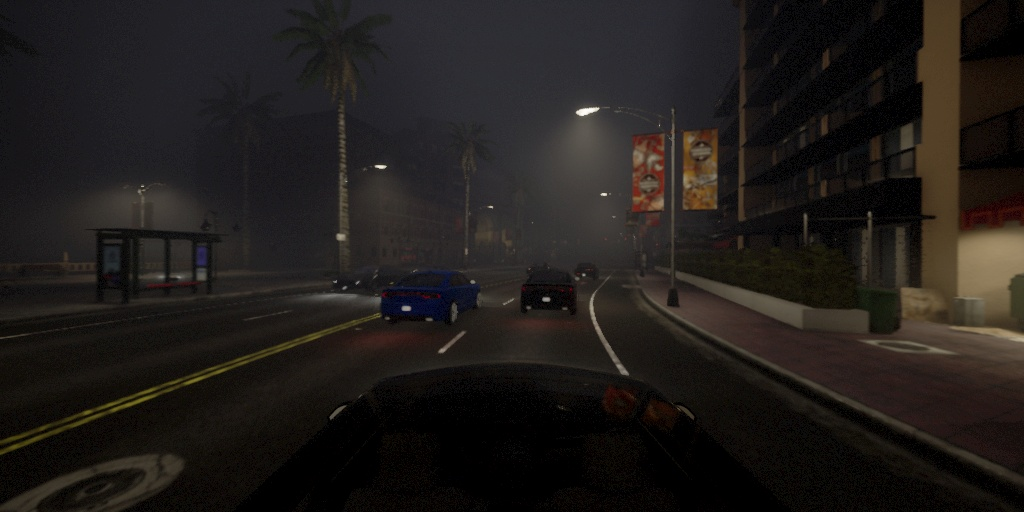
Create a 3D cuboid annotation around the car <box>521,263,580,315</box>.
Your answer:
[{"bbox_3d":[1.555,1.228,13.847,1.882,1.535,5.008,0,0,11],"label":"car"}]

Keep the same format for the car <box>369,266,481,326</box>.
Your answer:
[{"bbox_3d":[-2.364,1.206,11.730,1.882,1.535,5.008,0,0,9],"label":"car"}]

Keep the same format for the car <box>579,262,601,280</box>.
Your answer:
[{"bbox_3d":[6.501,1.272,31.113,1.837,1.490,4.892,0,0,18],"label":"car"}]

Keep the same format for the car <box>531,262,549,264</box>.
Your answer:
[{"bbox_3d":[2.511,1.236,30.092,2.128,1.511,4.902,0,0,17],"label":"car"}]

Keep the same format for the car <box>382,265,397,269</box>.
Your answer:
[{"bbox_3d":[-4.520,1.257,19.727,2.033,1.411,5.357,0,0,14],"label":"car"}]

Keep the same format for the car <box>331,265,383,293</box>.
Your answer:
[{"bbox_3d":[-7.852,1.237,20.802,2.033,1.411,5.357,0,0,14],"label":"car"}]
